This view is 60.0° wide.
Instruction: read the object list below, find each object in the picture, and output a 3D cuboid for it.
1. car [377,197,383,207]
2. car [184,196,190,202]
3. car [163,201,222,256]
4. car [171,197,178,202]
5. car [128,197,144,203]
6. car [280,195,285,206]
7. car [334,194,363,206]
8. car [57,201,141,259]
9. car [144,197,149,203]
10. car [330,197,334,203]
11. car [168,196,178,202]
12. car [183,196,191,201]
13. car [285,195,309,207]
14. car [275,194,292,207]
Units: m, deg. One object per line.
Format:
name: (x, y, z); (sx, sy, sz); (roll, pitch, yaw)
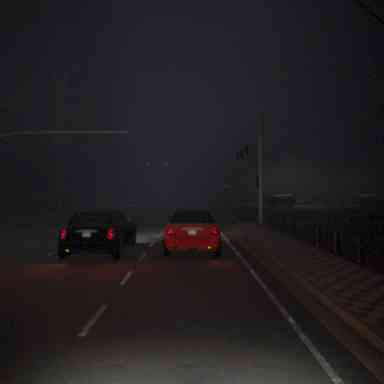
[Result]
car: (35.908, 1.784, 59.298); (3.806, 1.475, 1.970); (0, 0, 0)
car: (-1.359, 1.874, 91.769); (1.837, 1.490, 4.892); (0, 0, -1)
car: (0.000, 1.429, 13.629); (2.097, 1.767, 4.553); (0, 0, 0)
car: (-4.859, 1.969, 91.754); (1.895, 1.301, 4.718); (0, 0, -1)
car: (-11.549, 1.729, 67.019); (2.097, 1.767, 4.553); (0, 0, -1)
car: (20.758, 1.799, 67.876); (3.905, 1.438, 1.784); (0, 0, 0)
car: (35.723, 1.636, 76.195); (4.605, 1.855, 1.932); (0, 0, 0)
car: (-3.496, 1.429, 13.089); (2.097, 1.767, 4.553); (0, 0, 0)
car: (-11.743, 1.971, 82.529); (2.033, 1.411, 5.357); (0, 0, -1)
car: (35.770, 1.863, 79.091); (3.905, 1.438, 1.784); (0, 0, 0)
car: (-4.731, 1.810, 81.597); (2.097, 1.767, 4.553); (0, 0, -1)
car: (-1.231, 1.811, 81.641); (2.097, 1.767, 4.553); (0, 0, -1)
car: (20.774, 1.815, 64.981); (3.806, 1.475, 1.970); (0, 0, 0)
car: (20.693, 1.604, 70.560); (4.605, 1.855, 1.932); (0, 0, 0)
